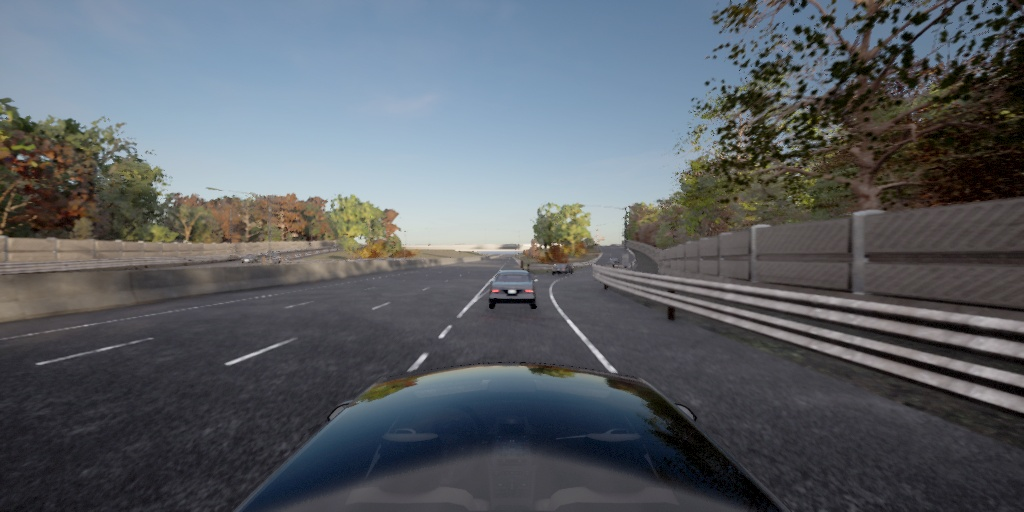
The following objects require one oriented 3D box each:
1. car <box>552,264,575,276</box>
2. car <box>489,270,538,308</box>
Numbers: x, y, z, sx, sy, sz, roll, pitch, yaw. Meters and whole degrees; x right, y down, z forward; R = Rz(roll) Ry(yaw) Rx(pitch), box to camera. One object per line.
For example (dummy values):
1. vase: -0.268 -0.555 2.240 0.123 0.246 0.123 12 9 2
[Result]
1. car: 6.469 1.714 44.973 2.033 1.411 5.357 0 -1 22
2. car: 0.108 1.302 15.134 2.033 1.411 5.357 0 0 2
